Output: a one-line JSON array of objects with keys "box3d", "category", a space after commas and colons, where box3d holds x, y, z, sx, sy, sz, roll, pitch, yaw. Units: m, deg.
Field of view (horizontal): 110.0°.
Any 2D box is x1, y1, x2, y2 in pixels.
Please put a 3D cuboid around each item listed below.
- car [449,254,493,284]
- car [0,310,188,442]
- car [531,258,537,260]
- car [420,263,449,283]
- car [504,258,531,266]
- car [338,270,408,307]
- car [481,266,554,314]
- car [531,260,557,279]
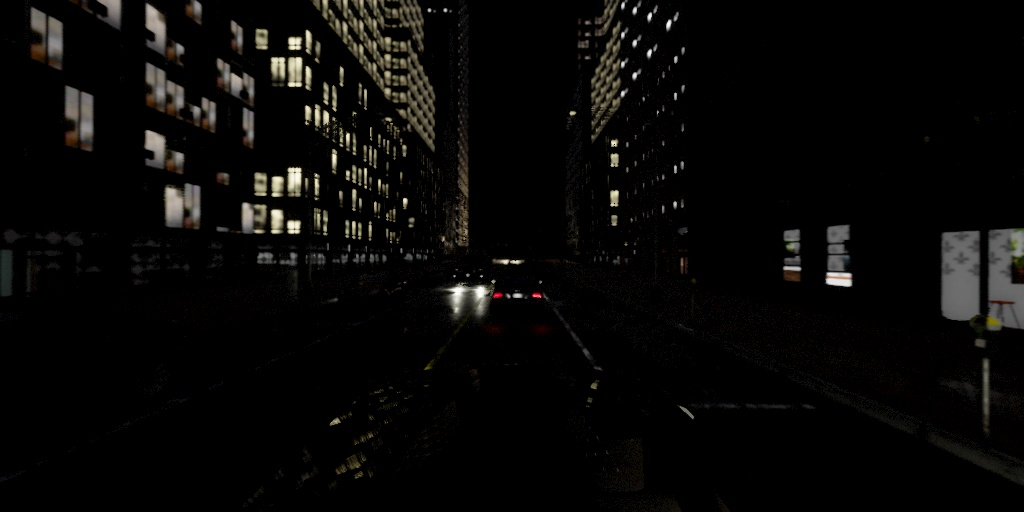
[{"box3d": [-2.884, 0.890, 26.419, 2.150, 2.045, 5.566, 0, 0, 1], "category": "car"}, {"box3d": [-5.692, 1.287, 3.570, 1.948, 1.339, 4.313, 0, 0, 0], "category": "car"}, {"box3d": [3.125, 1.046, 54.712, 1.967, 1.591, 4.097, 0, 0, 0], "category": "car"}, {"box3d": [-5.498, 1.209, 26.338, 2.007, 1.370, 4.403, 0, 0, 0], "category": "car"}, {"box3d": [0.344, 1.157, 32.068, 2.128, 1.511, 4.902, 0, 0, 0], "category": "car"}, {"box3d": [-5.595, 1.273, 14.952, 1.802, 1.307, 4.207, 0, 0, 0], "category": "car"}, {"box3d": [0.186, 1.266, 13.531, 2.033, 1.411, 5.357, 0, 0, 0], "category": "car"}, {"box3d": [2.931, 1.243, 31.946, 1.948, 1.339, 4.313, 0, 0, 0], "category": "car"}]
